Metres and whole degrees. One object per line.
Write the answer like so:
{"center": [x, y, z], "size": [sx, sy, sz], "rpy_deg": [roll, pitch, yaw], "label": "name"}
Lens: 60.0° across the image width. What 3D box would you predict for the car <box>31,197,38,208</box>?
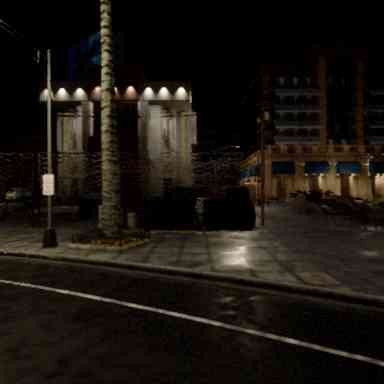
{"center": [-18.472, 1.302, 40.806], "size": [4.674, 1.452, 2.002], "rpy_deg": [0, 0, 1], "label": "car"}
